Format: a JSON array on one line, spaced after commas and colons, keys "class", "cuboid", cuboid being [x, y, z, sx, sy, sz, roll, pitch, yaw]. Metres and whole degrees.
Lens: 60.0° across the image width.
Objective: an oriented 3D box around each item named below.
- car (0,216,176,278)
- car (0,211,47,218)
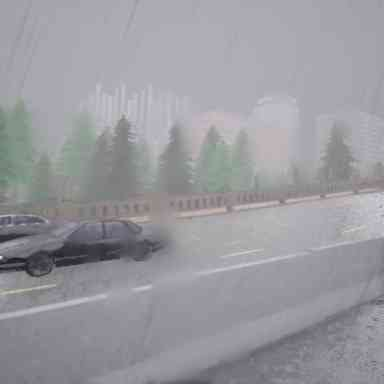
[{"class": "car", "cuboid": [-3.117, 1.522, 10.356, 5.357, 1.411, 2.033, -1, 0, -35]}, {"class": "car", "cuboid": [-6.853, 1.481, 11.989, 4.902, 1.511, 2.128, 0, 0, -35]}]
